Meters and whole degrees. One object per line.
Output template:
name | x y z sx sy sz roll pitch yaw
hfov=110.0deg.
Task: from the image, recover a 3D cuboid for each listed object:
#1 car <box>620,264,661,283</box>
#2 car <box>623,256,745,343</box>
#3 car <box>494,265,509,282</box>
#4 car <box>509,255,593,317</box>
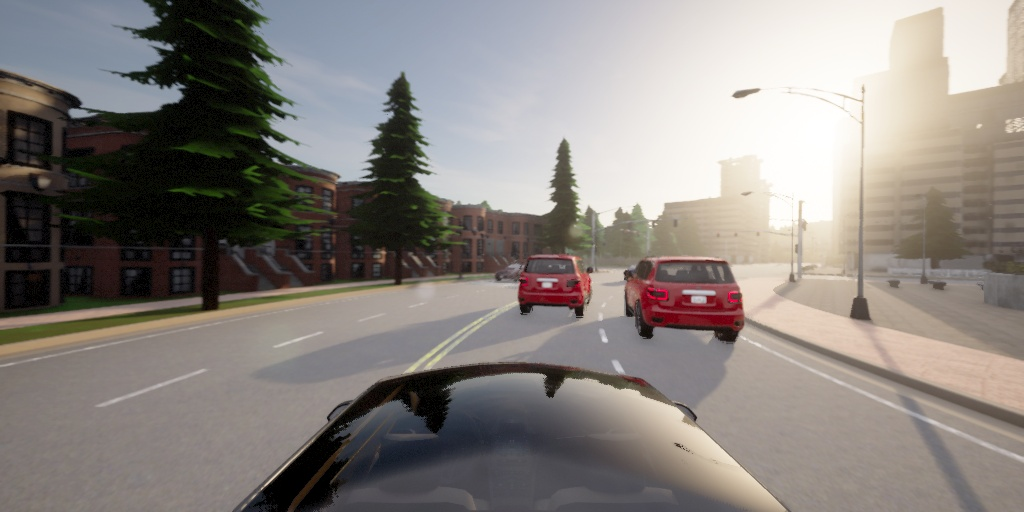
car | 10.863 1.399 30.152 1.812 1.442 4.674 1 0 39
car | 4.547 1.028 10.279 2.150 2.045 5.566 1 0 12
car | 0.493 1.254 28.013 1.812 1.442 4.674 1 0 32
car | 1.778 0.985 13.527 2.150 2.045 5.566 1 0 15
